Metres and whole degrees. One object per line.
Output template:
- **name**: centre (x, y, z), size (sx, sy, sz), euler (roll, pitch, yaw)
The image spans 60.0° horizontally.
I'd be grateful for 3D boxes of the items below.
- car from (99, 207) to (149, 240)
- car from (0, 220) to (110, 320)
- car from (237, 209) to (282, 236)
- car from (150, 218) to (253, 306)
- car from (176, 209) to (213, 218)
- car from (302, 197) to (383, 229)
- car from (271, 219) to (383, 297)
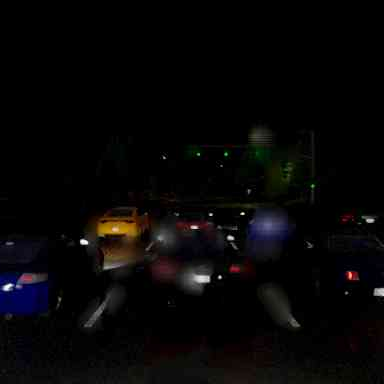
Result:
- **car**: centre (-3.395, 1.483, 17.178), size (1.882, 1.535, 5.008), euler (0, 0, 0)
- **car**: centre (-3.397, 1.567, 7.435), size (1.994, 1.385, 4.181), euler (0, 0, 0)
- **car**: centre (3.607, 1.570, 17.680), size (1.994, 1.385, 4.181), euler (0, 0, 0)
- **car**: centre (0.119, 1.566, 8.106), size (1.994, 1.385, 4.181), euler (0, 0, -1)
- **car**: centre (0.104, 1.570, 16.962), size (1.994, 1.385, 4.181), euler (0, 0, 0)
- **car**: centre (7.105, 1.228, 15.956), size (2.150, 2.045, 5.566), euler (0, 0, 0)
- **car**: centre (3.603, 1.604, 8.518), size (1.895, 1.301, 4.718), euler (0, 0, 0)
